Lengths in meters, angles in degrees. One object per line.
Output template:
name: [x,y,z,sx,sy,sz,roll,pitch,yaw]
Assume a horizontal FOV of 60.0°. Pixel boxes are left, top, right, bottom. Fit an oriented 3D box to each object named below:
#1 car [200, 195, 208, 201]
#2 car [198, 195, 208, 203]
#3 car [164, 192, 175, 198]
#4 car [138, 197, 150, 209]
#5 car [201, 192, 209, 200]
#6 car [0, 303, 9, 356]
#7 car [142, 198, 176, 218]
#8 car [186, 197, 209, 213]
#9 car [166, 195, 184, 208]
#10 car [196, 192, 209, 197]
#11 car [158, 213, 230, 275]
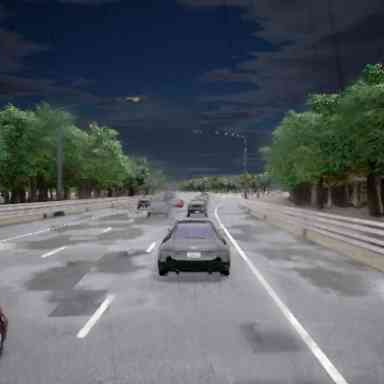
car: [2.867,1.437,79.178,1.895,1.301,4.718,0,0,3]
car: [2.213,1.409,67.127,1.812,1.442,4.674,0,0,3]
car: [-4.546,1.085,70.048,2.150,2.045,5.566,0,0,3]
car: [-5.922,1.459,43.985,1.837,1.490,4.892,0,0,3]
car: [3.444,1.042,90.073,2.150,2.045,5.566,0,0,3]
car: [-3.388,1.524,2.547,1.812,1.442,4.674,0,0,0]
car: [-2.910,1.530,30.404,2.033,1.411,5.357,0,0,2]
car: [0.530,1.491,31.534,1.837,1.490,4.892,0,0,2]
car: [-2.221,1.513,47.464,1.994,1.385,4.181,0,0,3]
car: [1.267,1.298,49.324,2.097,1.767,4.553,0,0,3]
car: [0.070,1.565,10.452,1.994,1.385,4.181,0,0,1]
